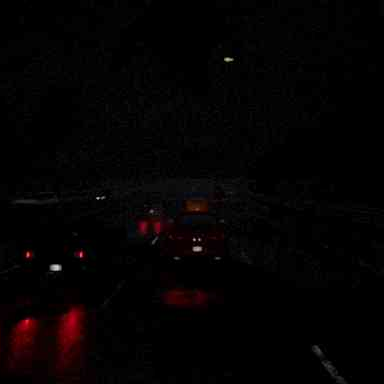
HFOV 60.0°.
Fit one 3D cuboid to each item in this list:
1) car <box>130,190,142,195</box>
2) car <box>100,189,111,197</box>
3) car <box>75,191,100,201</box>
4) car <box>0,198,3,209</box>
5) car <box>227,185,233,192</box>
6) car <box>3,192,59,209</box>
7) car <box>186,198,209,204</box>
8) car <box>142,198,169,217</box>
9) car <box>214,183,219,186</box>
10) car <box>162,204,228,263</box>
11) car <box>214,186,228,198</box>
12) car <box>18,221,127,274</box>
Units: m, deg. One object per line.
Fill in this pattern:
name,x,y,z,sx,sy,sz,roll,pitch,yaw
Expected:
car,-11.852,0.237,70.997,1.994,1.385,4.181,0,2,3
car,-18.838,0.205,71.444,2.128,1.511,4.902,0,2,3
car,-16.389,0.954,51.417,1.895,1.301,4.718,0,2,3
car,-17.206,1.281,29.520,1.837,1.490,4.892,0,1,2
car,10.599,-0.825,94.175,2.128,1.511,4.902,0,3,6
car,-13.719,1.001,29.263,2.150,2.045,5.566,0,1,1
car,0.509,1.248,30.099,1.882,1.535,5.008,0,1,1
car,-3.039,1.283,28.205,2.128,1.511,4.902,0,1,1
car,6.358,-0.519,81.390,2.150,2.045,5.566,0,2,4
car,0.176,1.430,11.824,1.882,1.535,5.008,0,0,1
car,5.370,0.210,65.603,2.097,1.767,4.553,0,2,3
car,-3.342,1.563,10.433,1.895,1.301,4.718,0,0,0
